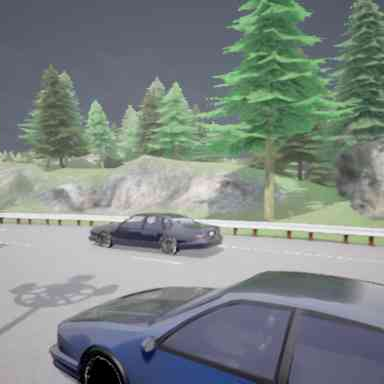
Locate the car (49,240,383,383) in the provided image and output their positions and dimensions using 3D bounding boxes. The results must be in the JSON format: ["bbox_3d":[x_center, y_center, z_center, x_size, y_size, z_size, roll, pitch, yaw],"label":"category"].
[{"bbox_3d":[0.985,1.531,3.088,5.357,1.411,2.033,0,0,34],"label":"car"}]

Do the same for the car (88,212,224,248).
[{"bbox_3d":[-1.503,1.498,12.814,5.357,1.411,2.033,0,0,29],"label":"car"}]
